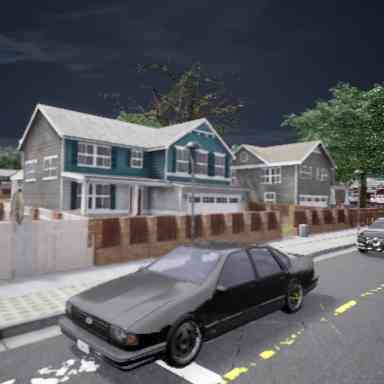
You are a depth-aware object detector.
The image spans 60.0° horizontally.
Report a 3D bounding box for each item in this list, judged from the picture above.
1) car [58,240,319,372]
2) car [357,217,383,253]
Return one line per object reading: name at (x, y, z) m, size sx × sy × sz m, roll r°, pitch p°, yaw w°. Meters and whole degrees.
car at (0.463, 1.659, 6.206) m, size 2.033 × 1.411 × 5.357 m, roll -1°, pitch -2°, yaw 45°
car at (8.844, 1.853, 14.449) m, size 4.892 × 1.490 × 1.837 m, roll 2°, pitch -2°, yaw -44°
